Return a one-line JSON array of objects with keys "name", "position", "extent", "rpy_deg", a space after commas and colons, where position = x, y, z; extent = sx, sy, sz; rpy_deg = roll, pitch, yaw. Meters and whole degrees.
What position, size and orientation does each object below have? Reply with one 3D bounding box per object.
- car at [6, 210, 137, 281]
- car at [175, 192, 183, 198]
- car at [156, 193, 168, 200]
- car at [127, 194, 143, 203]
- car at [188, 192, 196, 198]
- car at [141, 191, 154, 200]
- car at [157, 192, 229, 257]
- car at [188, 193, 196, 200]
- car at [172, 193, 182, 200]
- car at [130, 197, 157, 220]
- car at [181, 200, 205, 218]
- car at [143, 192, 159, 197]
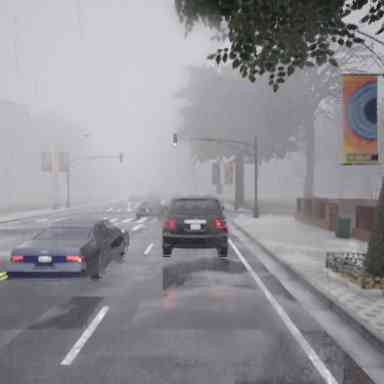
[{"name": "car", "position": [-3.146, 1.464, 9.627], "extent": [2.033, 1.411, 5.357], "rpy_deg": [0, 0, 0]}, {"name": "car", "position": [-3.232, 0.713, 83.738], "extent": [2.033, 1.411, 5.357], "rpy_deg": [0, 1, 0]}, {"name": "car", "position": [-6.485, 0.922, 72.633], "extent": [2.033, 1.411, 5.357], "rpy_deg": [0, 1, 0]}, {"name": "car", "position": [-9.793, 1.057, 56.967], "extent": [1.812, 1.442, 4.674], "rpy_deg": [0, 0, 0]}, {"name": "car", "position": [0.018, 0.698, 83.738], "extent": [1.812, 1.442, 4.674], "rpy_deg": [0, 1, 0]}, {"name": "car", "position": [-9.735, 0.736, 72.782], "extent": [2.097, 1.767, 4.553], "rpy_deg": [0, 1, 0]}, {"name": "car", "position": [0.104, 1.113, 12.625], "extent": [2.150, 2.045, 5.566], "rpy_deg": [0, 0, 0]}, {"name": "car", "position": [0.016, 0.901, 73.732], "extent": [1.812, 1.442, 4.674], "rpy_deg": [0, 1, 0]}, {"name": "car", "position": [-3.234, 0.903, 73.321], "extent": [2.128, 1.511, 4.902], "rpy_deg": [0, 1, 0]}, {"name": "car", "position": [-3.144, 1.333, 25.820], "extent": [2.033, 1.411, 5.357], "rpy_deg": [0, 0, 0]}, {"name": "car", "position": [0.113, 1.376, 28.779], "extent": [1.895, 1.301, 4.718], "rpy_deg": [1, 0, 0]}, {"name": "car", "position": [-6.546, 0.885, 56.902], "extent": [2.097, 1.767, 4.553], "rpy_deg": [0, 0, 0]}]
